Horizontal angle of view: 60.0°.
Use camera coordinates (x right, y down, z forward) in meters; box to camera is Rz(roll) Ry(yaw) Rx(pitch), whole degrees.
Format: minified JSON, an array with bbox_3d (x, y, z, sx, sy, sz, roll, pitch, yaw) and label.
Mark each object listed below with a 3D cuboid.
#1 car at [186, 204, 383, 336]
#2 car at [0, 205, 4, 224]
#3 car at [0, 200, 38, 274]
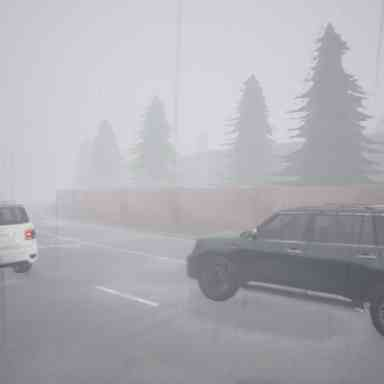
[{"bbox_3d":[2.506,1.250,6.625,5.566,2.045,2.150,0,0,37],"label":"car"},{"bbox_3d":[-15.532,1.632,25.016,1.895,1.301,4.718,0,0,-36],"label":"car"},{"bbox_3d":[-6.490,1.233,9.627,5.566,2.045,2.150,0,0,43],"label":"car"}]
